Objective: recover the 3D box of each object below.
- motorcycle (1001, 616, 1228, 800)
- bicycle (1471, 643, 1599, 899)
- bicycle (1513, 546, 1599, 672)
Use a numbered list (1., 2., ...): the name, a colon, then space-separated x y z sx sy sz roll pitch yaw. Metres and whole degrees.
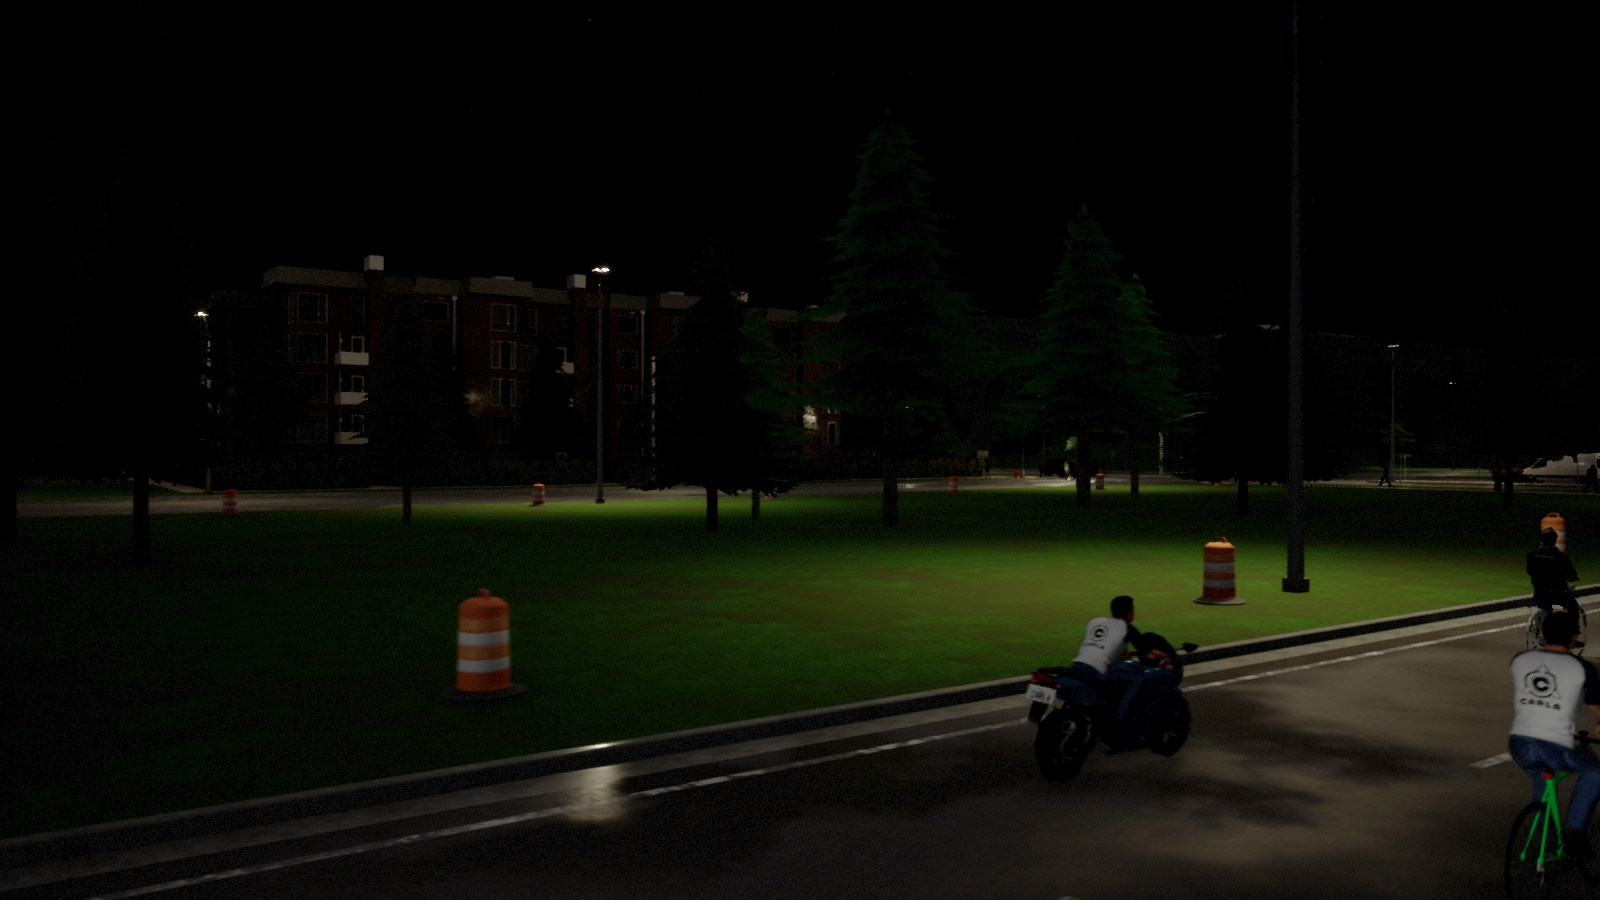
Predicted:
1. motorcycle: 2.781 2.185 10.004 2.033 1.199 0.803 0 0 -35
2. bicycle: 4.792 2.055 7.138 1.643 1.496 0.373 0 0 -35
3. bicycle: 10.003 2.058 15.066 1.835 1.471 0.329 0 0 -35
